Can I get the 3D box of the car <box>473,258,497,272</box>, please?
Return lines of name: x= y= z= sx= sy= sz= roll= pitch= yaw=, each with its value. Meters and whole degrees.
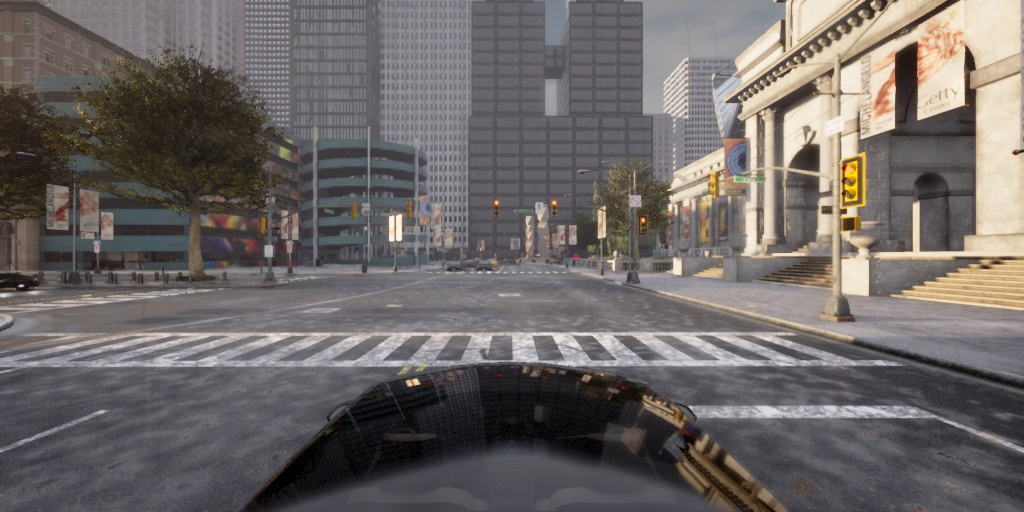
car: x=-3.504 y=1.297 z=46.906 sx=2.033 sy=1.411 sz=5.357 roll=0 pitch=0 yaw=0

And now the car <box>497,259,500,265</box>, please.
car: x=-3.491 y=1.226 z=60.689 sx=1.882 sy=1.535 sz=5.008 roll=0 pitch=0 yaw=0

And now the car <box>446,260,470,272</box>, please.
car: x=-7.007 y=1.297 z=45.501 sx=2.033 sy=1.411 sz=5.357 roll=0 pitch=0 yaw=0

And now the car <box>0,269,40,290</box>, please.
car: x=-30.245 y=1.297 z=20.156 sx=5.357 sy=1.411 sz=2.033 roll=0 pitch=0 yaw=0

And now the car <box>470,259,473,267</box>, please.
car: x=-6.968 y=1.297 z=59.544 sx=2.033 sy=1.411 sz=5.357 roll=0 pitch=0 yaw=0
